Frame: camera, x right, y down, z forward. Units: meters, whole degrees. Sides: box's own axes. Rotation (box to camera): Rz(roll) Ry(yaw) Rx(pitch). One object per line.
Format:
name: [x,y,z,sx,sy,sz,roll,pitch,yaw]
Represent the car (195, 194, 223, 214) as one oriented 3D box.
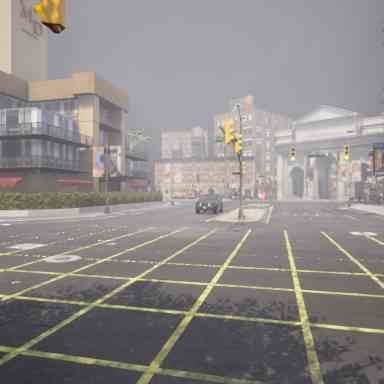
car: [1.956,1.221,35.833,2.150,2.045,5.566,0,0,15]
